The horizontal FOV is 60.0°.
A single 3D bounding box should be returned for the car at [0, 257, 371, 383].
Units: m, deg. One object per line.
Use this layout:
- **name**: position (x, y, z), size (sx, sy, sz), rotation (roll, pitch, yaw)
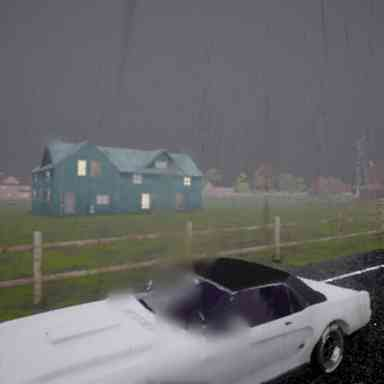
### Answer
- **car**: position (0.118, 1.609, 4.077), size (4.718, 1.301, 1.895), rotation (0, 0, -35)
